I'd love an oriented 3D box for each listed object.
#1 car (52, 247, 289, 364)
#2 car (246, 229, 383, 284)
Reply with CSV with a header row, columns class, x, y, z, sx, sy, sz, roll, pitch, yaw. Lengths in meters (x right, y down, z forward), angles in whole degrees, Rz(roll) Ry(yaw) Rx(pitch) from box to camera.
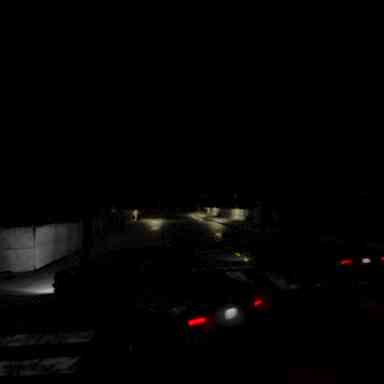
class,x,y,z,sx,sy,sz,roll,pitch,yaw
car,-1.038,1.823,6.511,2.033,1.411,5.357,1,-3,-39
car,3.657,1.902,10.794,2.033,1.411,5.357,0,-2,-18
